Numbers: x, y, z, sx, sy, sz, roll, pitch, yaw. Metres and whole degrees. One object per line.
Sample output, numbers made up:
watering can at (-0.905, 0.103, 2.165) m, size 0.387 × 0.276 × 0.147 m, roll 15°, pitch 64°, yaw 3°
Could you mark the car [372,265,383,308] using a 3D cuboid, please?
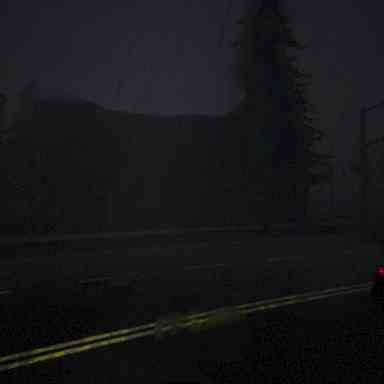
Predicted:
car at (5.442, 1.576, 6.295) m, size 4.181 × 1.385 × 1.994 m, roll 0°, pitch 0°, yaw -27°
